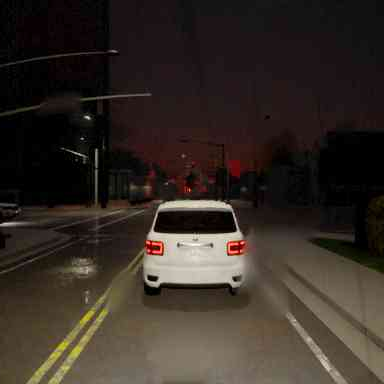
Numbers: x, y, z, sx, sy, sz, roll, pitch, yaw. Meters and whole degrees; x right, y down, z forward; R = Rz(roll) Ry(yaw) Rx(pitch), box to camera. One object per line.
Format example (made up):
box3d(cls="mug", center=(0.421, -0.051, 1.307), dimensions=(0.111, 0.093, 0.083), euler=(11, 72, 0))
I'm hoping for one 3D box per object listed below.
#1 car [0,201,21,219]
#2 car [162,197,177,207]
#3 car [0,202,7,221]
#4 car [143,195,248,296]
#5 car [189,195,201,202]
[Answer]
box3d(cls="car", center=(-17.298, 1.339, 27.558), dimensions=(5.566, 2.045, 2.150), euler=(-1, 0, 0))
box3d(cls="car", center=(-3.530, 1.564, 52.961), dimensions=(1.994, 1.385, 4.181), euler=(0, 0, 0))
box3d(cls="car", center=(-16.219, 1.667, 24.062), dimensions=(4.181, 1.385, 1.994), euler=(-1, 0, 0))
box3d(cls="car", center=(0.080, 1.221, 8.818), dimensions=(2.150, 2.045, 5.566), euler=(0, 0, 0))
box3d(cls="car", center=(0.839, 1.465, 78.688), dimensions=(1.882, 1.535, 5.008), euler=(0, 0, 12))
